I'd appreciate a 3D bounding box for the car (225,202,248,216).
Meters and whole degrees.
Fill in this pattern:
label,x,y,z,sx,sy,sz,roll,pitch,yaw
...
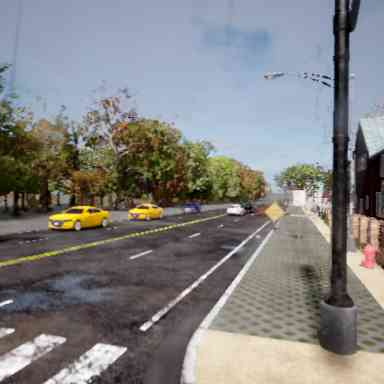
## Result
label,x,y,z,sx,sy,sz,roll,pitch,yaw
car,5.742,2.379,43.355,1.812,1.442,4.674,1,-1,17

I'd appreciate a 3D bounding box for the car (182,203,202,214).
label,x,y,z,sx,sy,sz,roll,pitch,yaw
car,0.084,2.258,47.416,1.812,1.442,4.674,1,-1,17

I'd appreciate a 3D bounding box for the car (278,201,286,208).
label,x,y,z,sx,sy,sz,roll,pitch,yaw
car,24.252,3.302,89.564,2.097,1.767,4.553,1,-1,17

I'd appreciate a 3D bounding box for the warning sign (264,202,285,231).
label,x,y,z,sx,sy,sz,roll,pitch,yaw
warning sign,5.508,1.608,22.143,1.300,1.860,1.060,1,-1,17

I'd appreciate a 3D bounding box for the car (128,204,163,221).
label,x,y,z,sx,sy,sz,roll,pitch,yaw
car,-4.504,1.961,32.793,1.882,1.535,5.008,1,-1,17

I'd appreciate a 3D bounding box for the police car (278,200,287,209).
label,x,y,z,sx,sy,sz,roll,pitch,yaw
police car,21.356,3.173,80.139,1.930,1.638,5.238,1,-1,17

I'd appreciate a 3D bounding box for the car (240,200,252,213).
label,x,y,z,sx,sy,sz,roll,pitch,yaw
car,8.755,2.295,53.173,2.150,2.045,5.566,1,-1,17

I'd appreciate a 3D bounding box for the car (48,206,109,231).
label,x,y,z,sx,sy,sz,roll,pitch,yaw
car,-7.587,1.733,22.790,1.882,1.535,5.008,1,-1,17

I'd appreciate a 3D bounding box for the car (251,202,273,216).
label,x,y,z,sx,sy,sz,roll,pitch,yaw
car,9.571,2.427,44.760,1.882,1.535,5.008,1,-1,17
